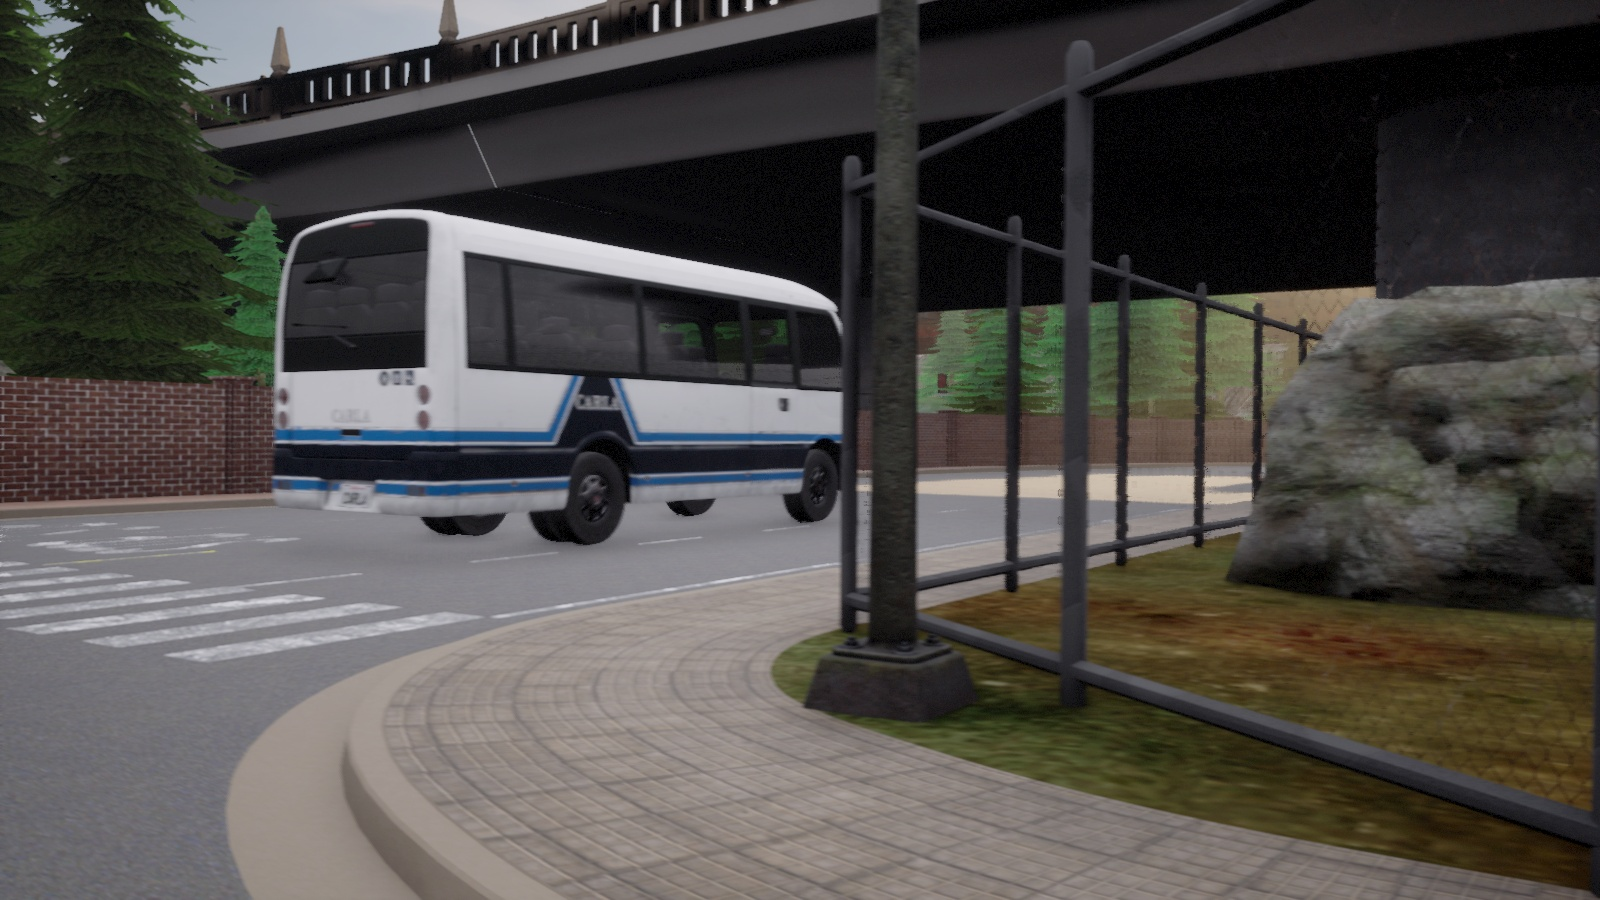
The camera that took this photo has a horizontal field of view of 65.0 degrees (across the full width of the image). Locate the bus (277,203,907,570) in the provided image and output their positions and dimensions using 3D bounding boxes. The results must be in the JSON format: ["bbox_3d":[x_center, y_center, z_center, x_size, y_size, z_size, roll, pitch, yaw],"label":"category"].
[{"bbox_3d":[-2.484,-0.818,19.944,3.944,4.253,10.273,0,1,33],"label":"bus"}]
